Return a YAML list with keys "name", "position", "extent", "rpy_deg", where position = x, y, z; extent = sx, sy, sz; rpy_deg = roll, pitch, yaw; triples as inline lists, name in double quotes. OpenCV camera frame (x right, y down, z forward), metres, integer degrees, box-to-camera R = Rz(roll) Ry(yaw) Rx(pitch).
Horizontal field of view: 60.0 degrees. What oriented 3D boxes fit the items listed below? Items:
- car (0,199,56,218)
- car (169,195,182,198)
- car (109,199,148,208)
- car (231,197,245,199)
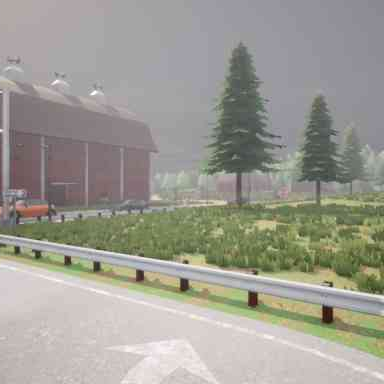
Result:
- name: "car"
  position: [-13.522, 1.379, 27.081]
  extent: [2.097, 1.767, 4.553]
  rpy_deg: [0, 0, 37]
- name: "car"
  position: [-4.305, 1.532, 85.492]
  extent: [1.816, 1.474, 4.193]
  rpy_deg: [0, 0, 36]
- name: "car"
  position: [-6.825, 1.531, 36.125]
  extent: [1.837, 1.490, 4.892]
  rpy_deg: [0, 0, 37]
- name: "car"
  position: [7.397, 1.534, 55.187]
  extent: [1.837, 1.490, 4.892]
  rpy_deg: [0, -1, 37]
